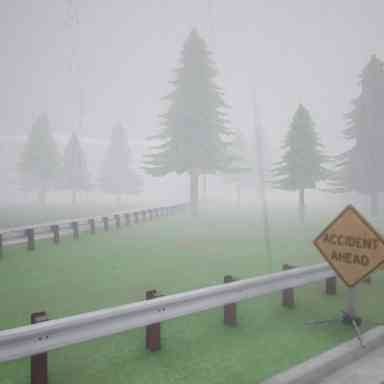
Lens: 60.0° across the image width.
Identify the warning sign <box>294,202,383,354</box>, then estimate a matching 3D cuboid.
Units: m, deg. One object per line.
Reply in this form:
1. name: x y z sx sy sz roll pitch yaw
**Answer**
1. warning sign: 2.421 1.114 5.043 1.060 1.860 1.300 0 0 -35
